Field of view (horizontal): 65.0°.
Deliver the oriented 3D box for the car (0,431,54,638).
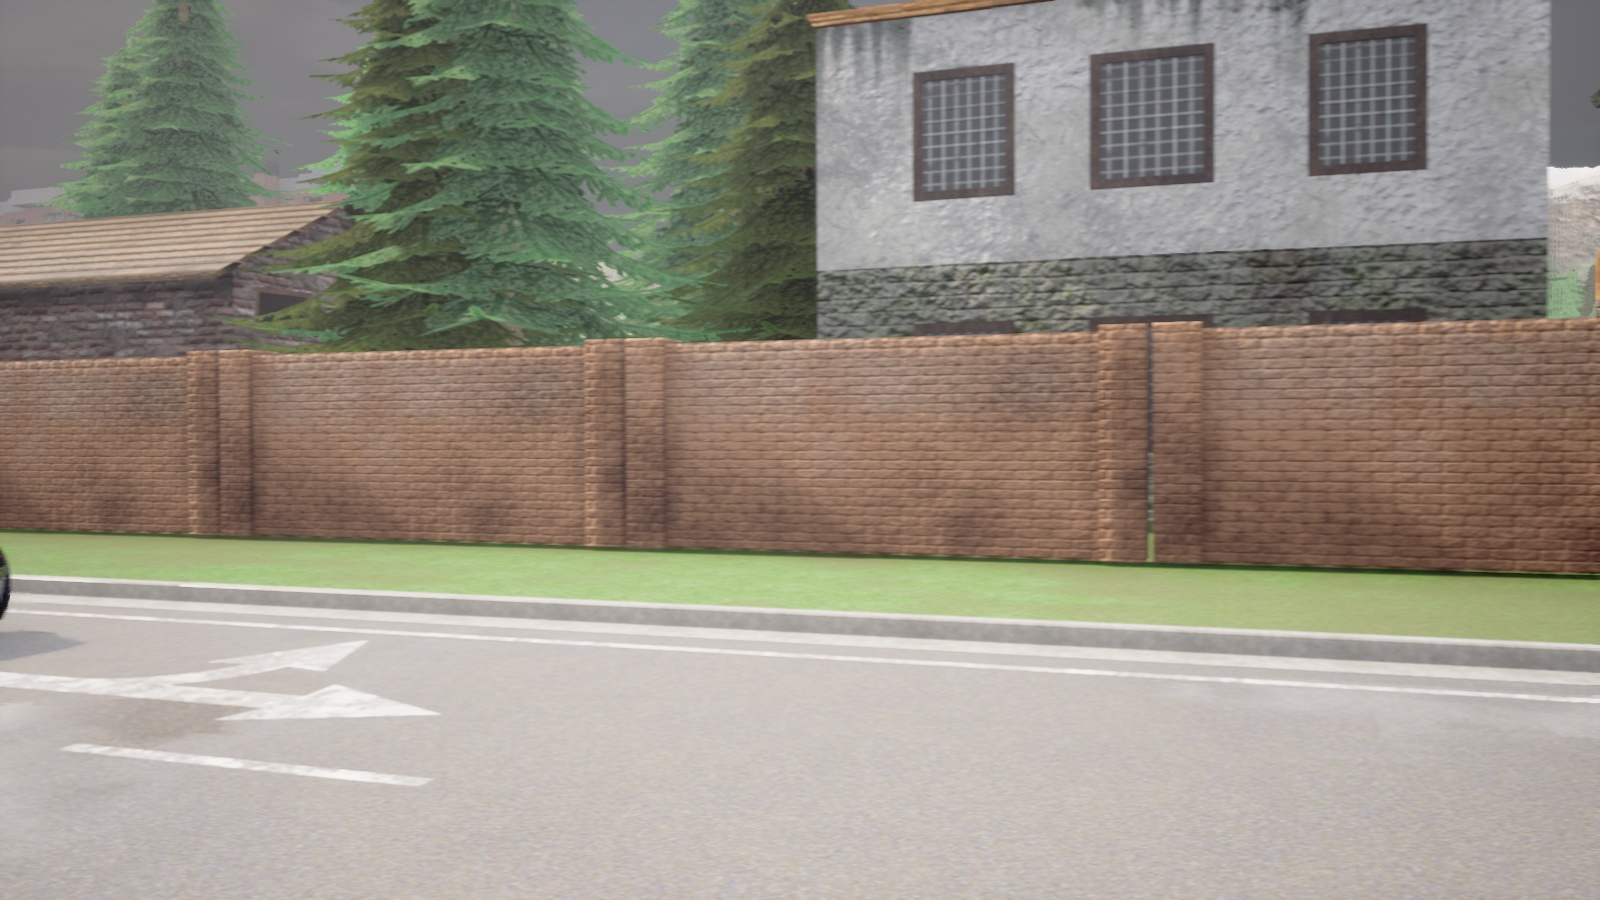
[{"bbox_3d":[-7.857,0.623,9.528,3.705,1.549,1.789,0,1,19],"label":"car"}]
